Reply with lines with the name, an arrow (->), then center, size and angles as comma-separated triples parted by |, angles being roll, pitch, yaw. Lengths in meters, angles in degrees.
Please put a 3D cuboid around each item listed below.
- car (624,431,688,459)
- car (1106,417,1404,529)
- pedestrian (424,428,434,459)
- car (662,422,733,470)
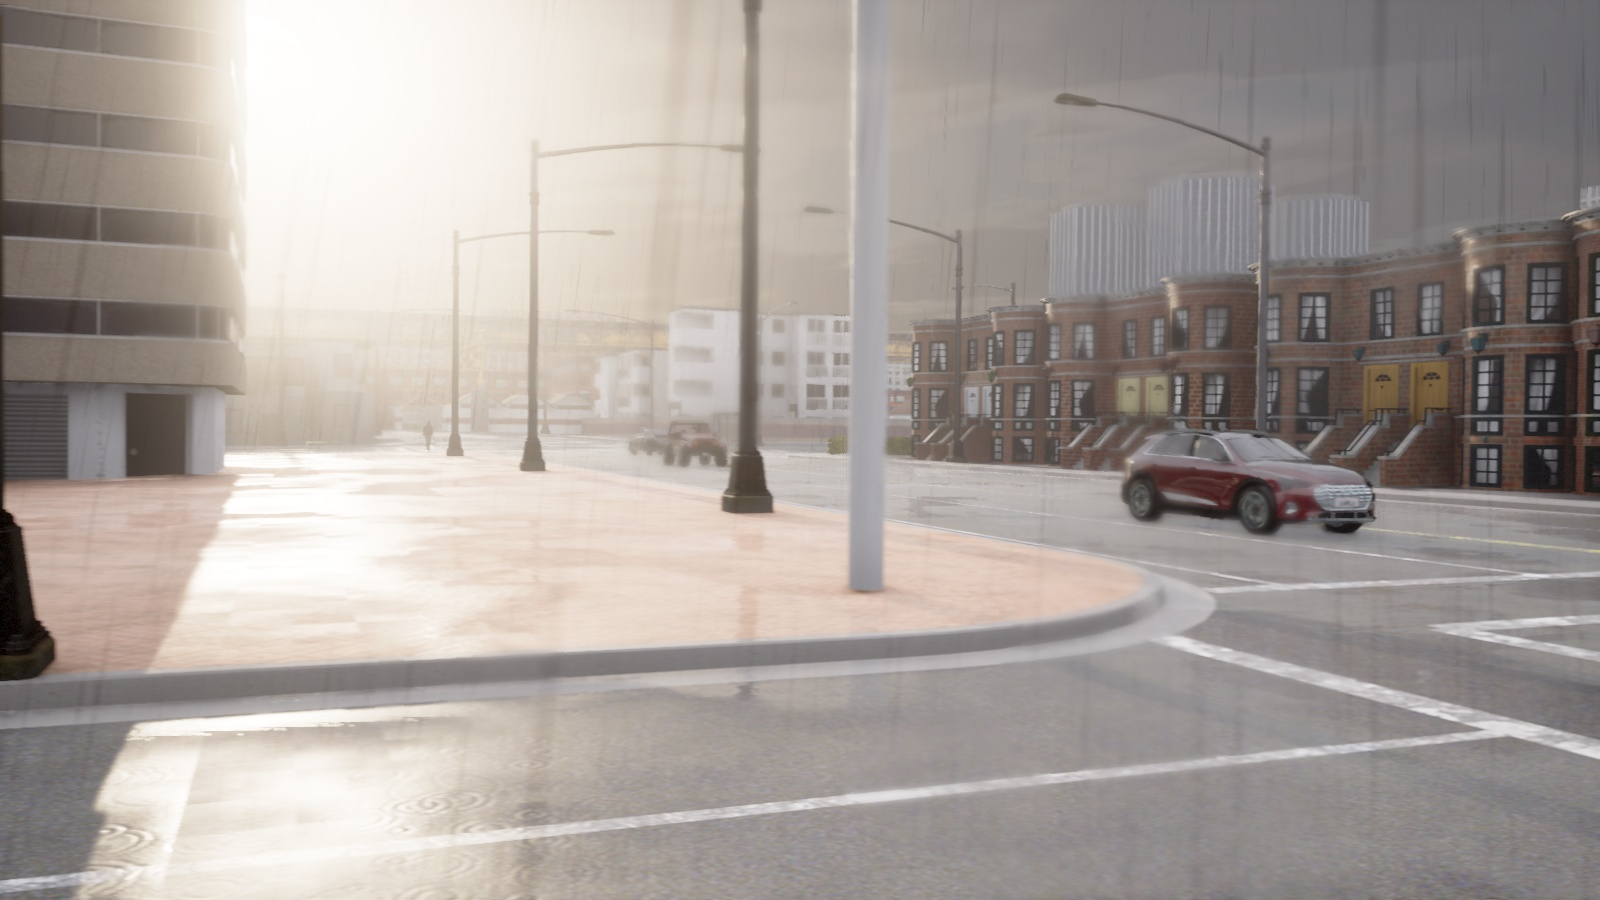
car -> -8.199, -0.299, 71.023 | 2.128, 1.511, 4.902 | -1, 1, -25
car -> 7.431, 0.304, 21.135 | 2.033, 1.649, 4.856 | -1, 1, -21
pedestrian -> -22.250, -0.402, 75.316 | 0.431, 1.840, 0.703 | -1, 1, -26
car -> -4.253, -0.200, 51.592 | 1.905, 1.878, 3.866 | -1, 1, -21
